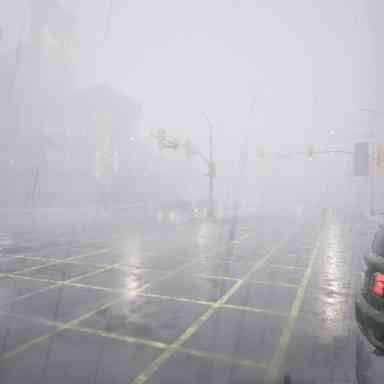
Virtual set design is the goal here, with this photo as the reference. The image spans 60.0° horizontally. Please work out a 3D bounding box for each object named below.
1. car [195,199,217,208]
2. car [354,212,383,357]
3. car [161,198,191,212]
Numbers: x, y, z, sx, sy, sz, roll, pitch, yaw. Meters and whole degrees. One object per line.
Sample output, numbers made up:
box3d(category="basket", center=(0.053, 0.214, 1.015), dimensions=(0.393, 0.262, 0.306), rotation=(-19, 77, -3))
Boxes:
box3d(category="car", center=(2.093, 1.614, 48.680), dimensions=(1.895, 1.301, 4.718), rotation=(0, 0, 23))
box3d(category="car", center=(4.805, 1.248, 3.499), dimensions=(5.566, 2.045, 2.150), rotation=(0, 0, 23))
box3d(category="car", center=(-1.861, 1.484, 39.262), dimensions=(1.882, 1.535, 5.008), rotation=(0, 0, 25))
